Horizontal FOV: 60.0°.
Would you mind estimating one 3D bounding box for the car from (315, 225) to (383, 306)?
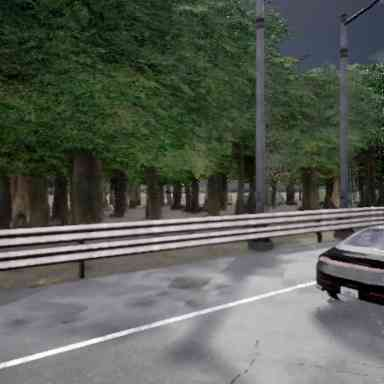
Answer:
[{"bbox_3d":[4.606,1.436,6.880,4.902,1.511,2.128,0,0,-34],"label":"car"}]
